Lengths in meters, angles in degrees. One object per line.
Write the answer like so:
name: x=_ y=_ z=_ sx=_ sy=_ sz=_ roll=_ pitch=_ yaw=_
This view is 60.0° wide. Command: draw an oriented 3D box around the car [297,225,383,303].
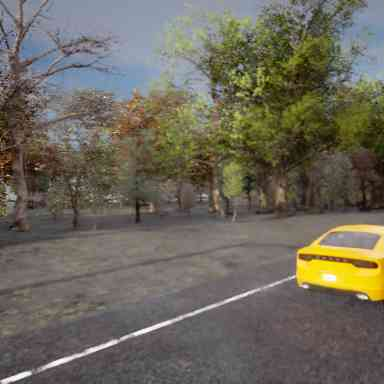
car: x=4.520 y=1.576 z=8.430 sx=5.008 sy=1.535 sz=1.882 roll=0 pitch=-2 yaw=-45
